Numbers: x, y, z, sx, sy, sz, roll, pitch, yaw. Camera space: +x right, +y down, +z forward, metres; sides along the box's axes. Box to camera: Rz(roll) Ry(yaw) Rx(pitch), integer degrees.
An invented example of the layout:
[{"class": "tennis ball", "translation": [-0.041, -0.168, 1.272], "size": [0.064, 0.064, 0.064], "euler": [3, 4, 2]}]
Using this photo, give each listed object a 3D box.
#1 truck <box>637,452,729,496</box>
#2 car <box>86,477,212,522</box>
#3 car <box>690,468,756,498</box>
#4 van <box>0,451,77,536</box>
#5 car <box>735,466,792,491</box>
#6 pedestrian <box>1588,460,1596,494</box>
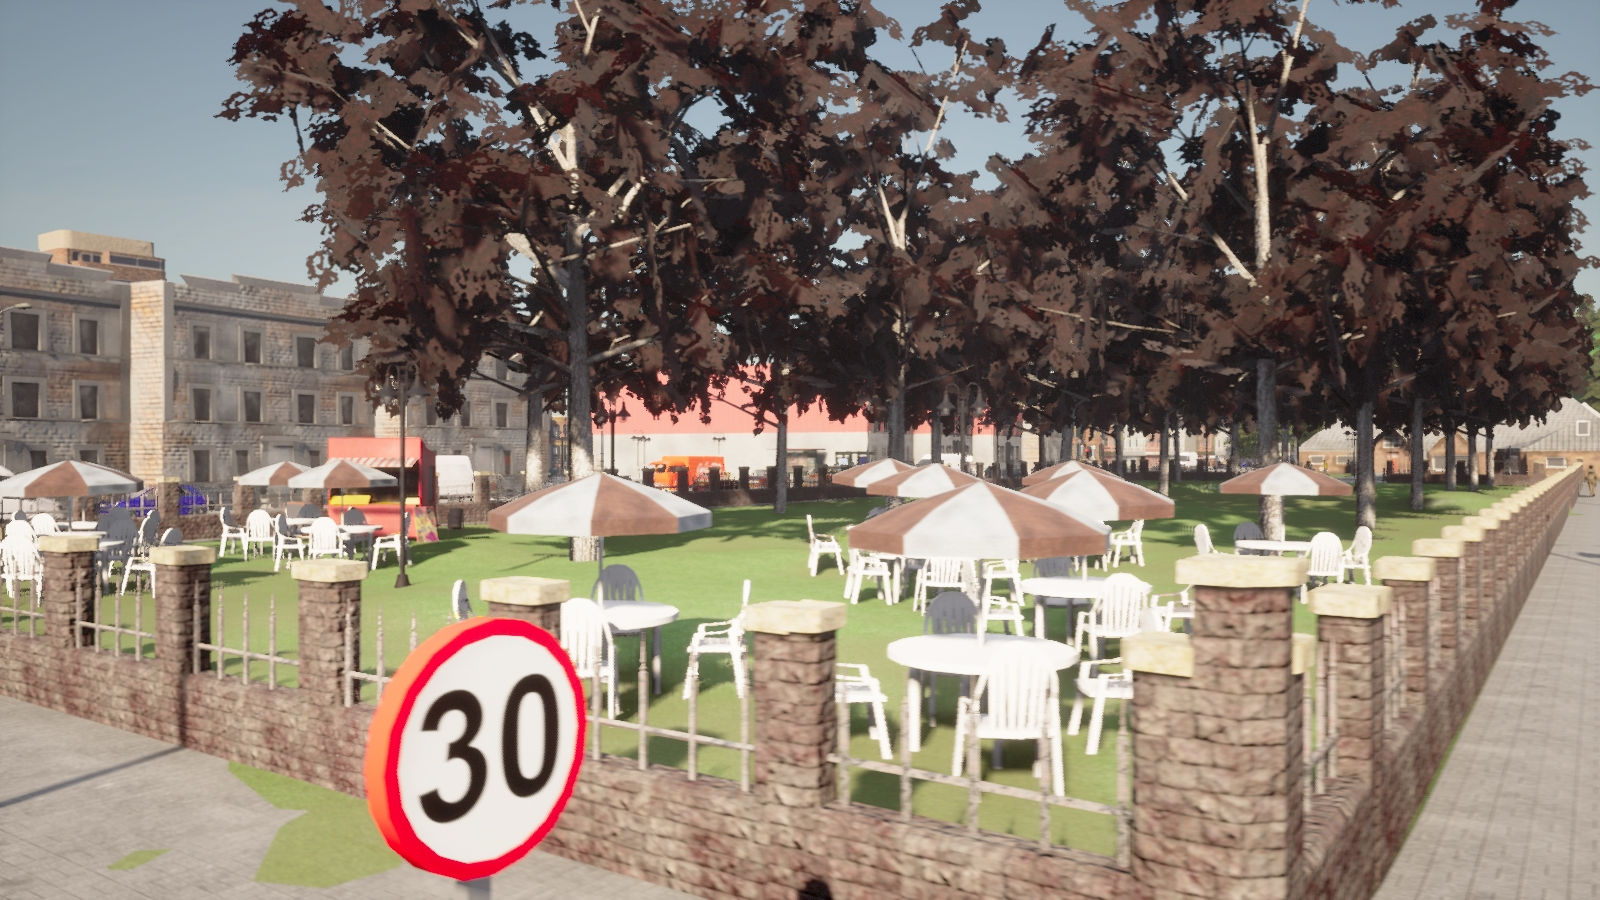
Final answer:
[{"class": "truck", "translation": [-6.858, 1.348, 67.472], "size": [2.627, 2.467, 5.204], "euler": [0, 0, 35]}, {"class": "car", "translation": [-24.234, 1.818, 42.600], "size": [1.845, 1.501, 3.633], "euler": [0, 0, 35]}, {"class": "car", "translation": [-4.308, 1.806, 64.131], "size": [1.789, 1.549, 3.705], "euler": [0, 0, 35]}, {"class": "van", "translation": [-25.375, 1.315, 34.274], "size": [1.988, 2.561, 5.915], "euler": [0, 0, 35]}, {"class": "car", "translation": [-2.350, 1.806, 73.911], "size": [1.789, 1.549, 3.705], "euler": [0, 0, 35]}, {"class": "pedestrian", "translation": [44.733, 1.525, 64.548], "size": [0.375, 1.860, 0.375], "euler": [0, 0, 35]}]
